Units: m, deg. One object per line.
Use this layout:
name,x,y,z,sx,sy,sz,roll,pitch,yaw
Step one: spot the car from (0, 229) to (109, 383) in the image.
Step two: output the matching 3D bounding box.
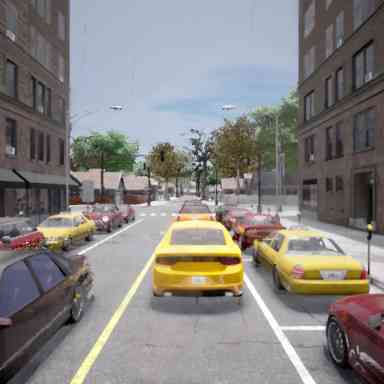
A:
car,-2.838,1.547,4.373,2.033,1.411,5.357,0,0,0

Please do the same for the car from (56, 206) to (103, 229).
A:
car,-5.346,1.526,13.766,1.752,1.417,4.829,0,0,0

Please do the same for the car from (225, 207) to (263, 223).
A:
car,2.680,1.545,13.913,1.887,1.381,4.507,0,0,0

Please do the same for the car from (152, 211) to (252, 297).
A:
car,0.129,1.477,8.612,1.882,1.535,5.008,0,0,0

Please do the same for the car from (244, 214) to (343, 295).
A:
car,2.663,1.525,8.565,1.752,1.417,4.829,0,0,0

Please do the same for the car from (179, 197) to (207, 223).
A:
car,0.085,1.356,26.636,2.097,1.767,4.553,0,0,0

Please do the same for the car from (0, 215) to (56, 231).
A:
car,-5.363,1.440,8.418,1.967,1.590,4.097,0,0,0

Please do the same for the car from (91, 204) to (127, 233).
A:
car,-5.327,1.442,19.456,1.967,1.590,4.097,0,0,0

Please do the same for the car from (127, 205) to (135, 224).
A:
car,-5.310,1.585,24.974,1.802,1.307,4.206,0,0,0

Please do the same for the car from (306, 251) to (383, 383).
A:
car,2.644,1.581,2.877,1.802,1.307,4.206,0,0,0

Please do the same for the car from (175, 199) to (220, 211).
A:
car,0.156,1.353,17.794,2.097,1.767,4.553,0,0,0

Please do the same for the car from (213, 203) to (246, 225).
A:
car,2.716,1.569,24.950,1.947,1.339,4.313,0,0,0

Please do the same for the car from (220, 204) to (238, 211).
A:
car,2.698,1.584,19.431,1.802,1.307,4.206,0,0,0
